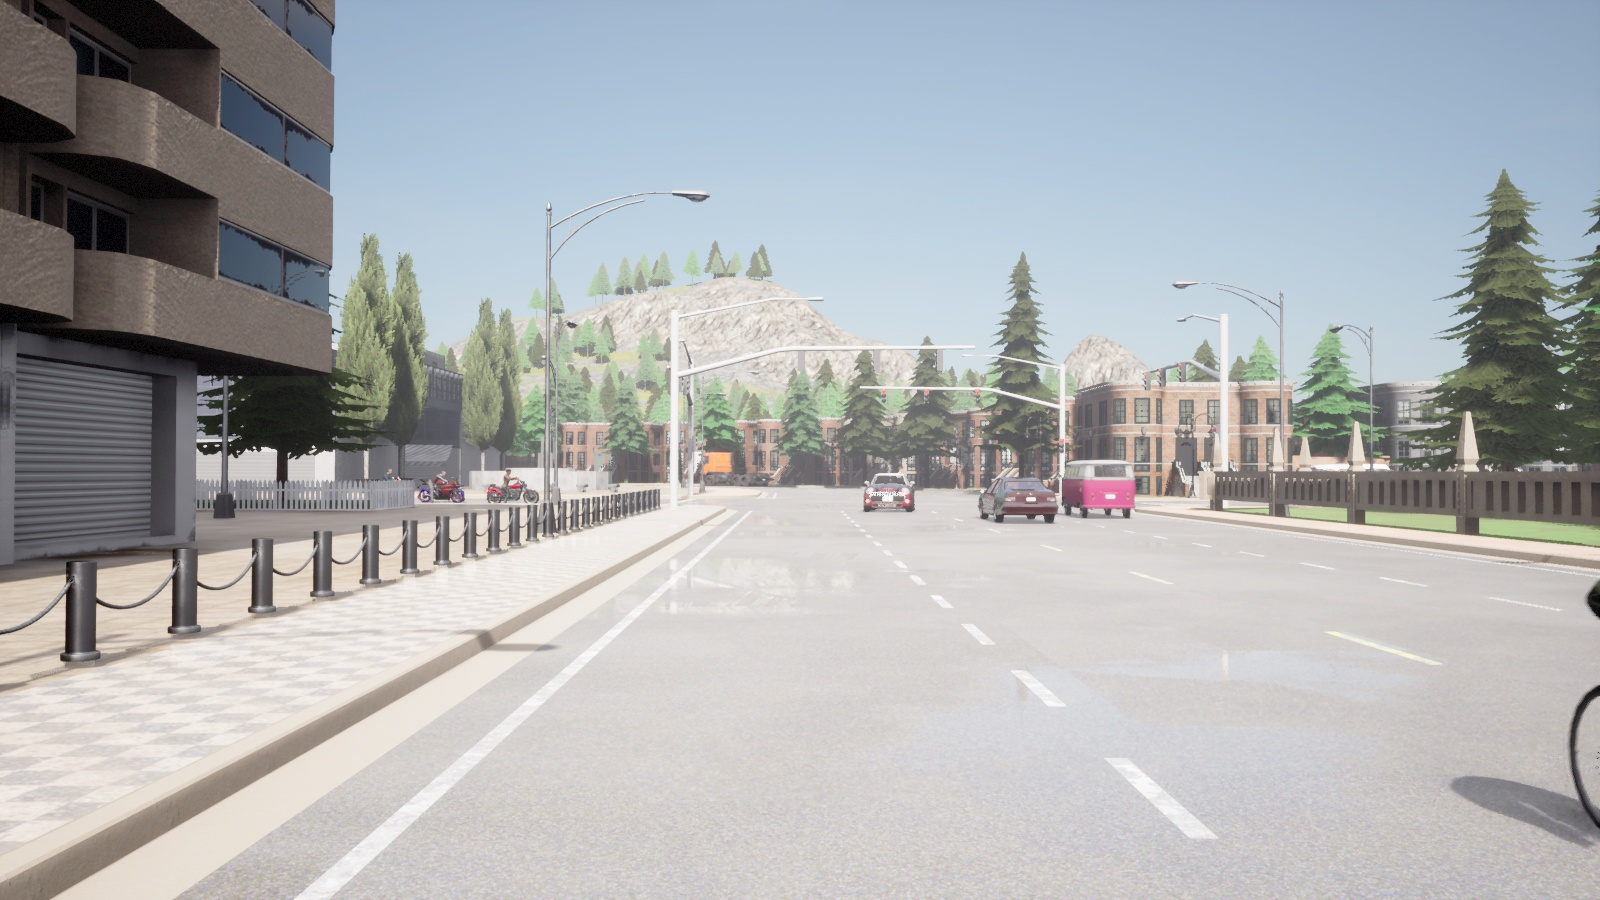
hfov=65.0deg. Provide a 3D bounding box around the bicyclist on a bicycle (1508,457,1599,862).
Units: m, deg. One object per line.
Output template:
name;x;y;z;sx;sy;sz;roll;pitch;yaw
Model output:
bicyclist on a bicycle;3.487;0.834;4.819;0.582;1.620;1.656;0;-1;0

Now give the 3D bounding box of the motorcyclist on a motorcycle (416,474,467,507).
motorcyclist on a motorcycle;-16.851;1.906;59.067;2.191;1.530;0.866;0;-1;0

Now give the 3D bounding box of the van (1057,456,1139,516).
van;10.388;1.260;44.075;1.775;1.987;4.442;0;-1;0

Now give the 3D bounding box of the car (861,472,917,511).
car;3.500;1.583;48.798;1.970;1.475;3.806;0;-1;7

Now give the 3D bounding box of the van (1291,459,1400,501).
van;27.201;1.480;62.718;4.480;2.038;2.069;0;-1;0

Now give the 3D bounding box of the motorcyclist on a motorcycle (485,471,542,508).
motorcyclist on a motorcycle;-12.683;1.747;55.582;2.350;1.649;0.766;0;-1;0

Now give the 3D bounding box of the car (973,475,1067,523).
car;6.898;1.504;39.958;2.033;1.411;5.357;0;-1;0
